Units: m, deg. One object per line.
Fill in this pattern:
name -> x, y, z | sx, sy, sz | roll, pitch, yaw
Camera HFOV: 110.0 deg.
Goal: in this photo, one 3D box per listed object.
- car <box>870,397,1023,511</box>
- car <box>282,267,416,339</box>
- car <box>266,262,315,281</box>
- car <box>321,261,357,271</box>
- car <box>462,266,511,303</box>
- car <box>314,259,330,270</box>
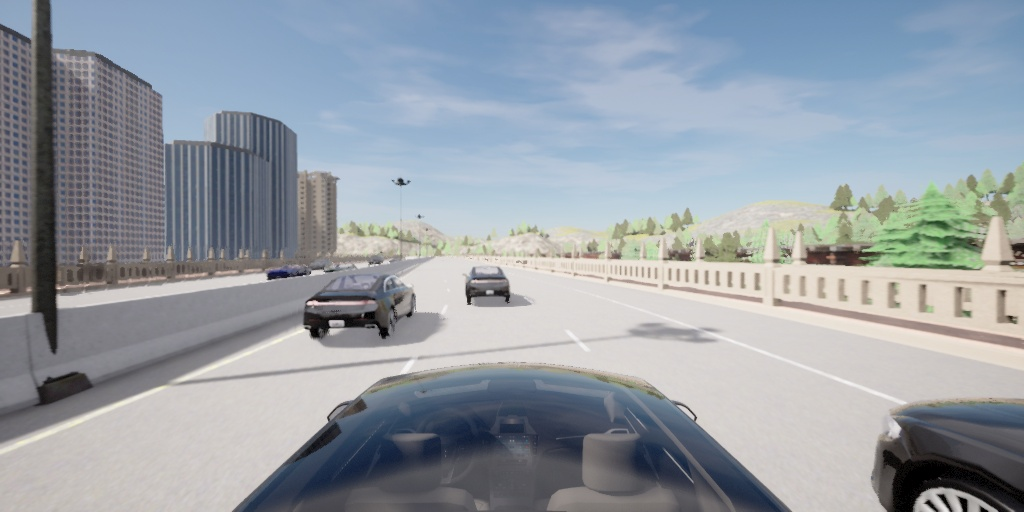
car -> 3.441, 1.230, 0.486 | 2.128, 1.511, 4.902 | 0, 0, 0
car -> -3.972, 1.227, 10.096 | 2.128, 1.511, 4.902 | 0, 0, -5
car -> -18.047, 1.327, 29.193 | 1.895, 1.301, 4.718 | 0, 0, -12
car -> -15.075, 1.302, 32.072 | 1.895, 1.301, 4.718 | 0, 0, -12
car -> -1.206, 1.190, 16.278 | 2.128, 1.511, 4.902 | 0, 0, -8
car -> -25.544, 1.192, 48.043 | 1.837, 1.490, 4.892 | 0, 0, -11
